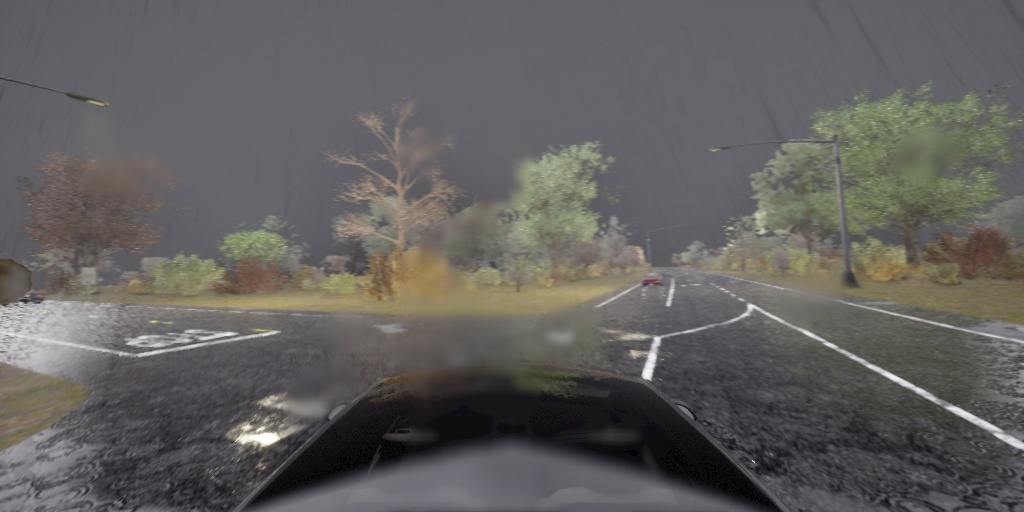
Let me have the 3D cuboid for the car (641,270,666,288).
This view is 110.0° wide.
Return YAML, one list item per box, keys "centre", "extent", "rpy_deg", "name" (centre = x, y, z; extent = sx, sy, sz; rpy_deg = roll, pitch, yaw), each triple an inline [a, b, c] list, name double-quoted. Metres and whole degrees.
- centre: [13.909, 2.383, 35.547]
  extent: [1.895, 1.301, 4.718]
  rpy_deg: [-4, -3, 24]
  name: "car"

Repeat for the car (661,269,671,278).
- centre: [25.416, 2.928, 60.162]
  extent: [1.994, 1.385, 4.181]
  rpy_deg: [-5, -3, 29]
  name: "car"

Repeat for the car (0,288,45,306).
- centre: [-39.463, 3.202, 28.581]
  extent: [5.357, 1.411, 2.033]
  rpy_deg: [-2, -2, 25]
  name: "car"
